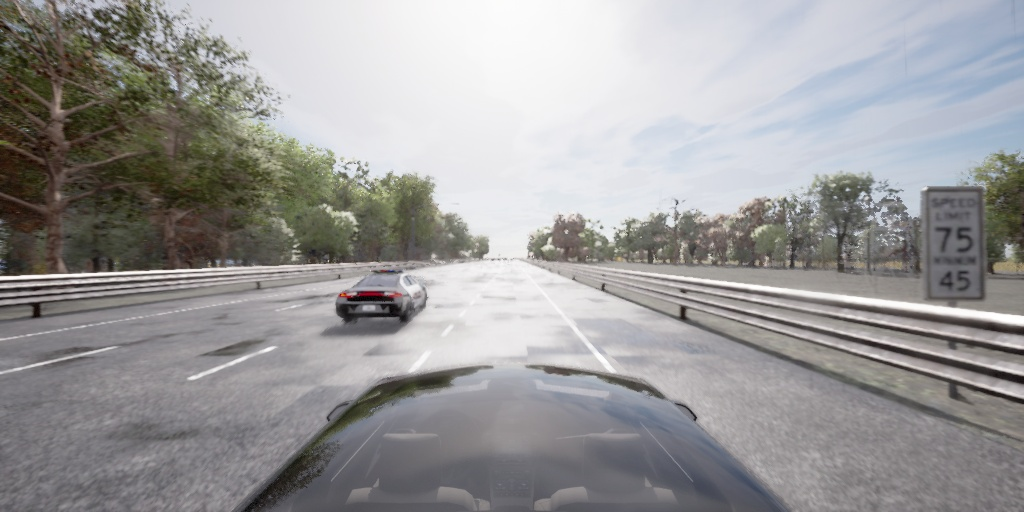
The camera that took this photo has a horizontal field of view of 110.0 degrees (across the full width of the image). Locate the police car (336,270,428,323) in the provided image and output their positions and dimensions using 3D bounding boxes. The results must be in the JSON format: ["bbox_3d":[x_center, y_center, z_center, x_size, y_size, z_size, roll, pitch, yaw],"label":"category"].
[{"bbox_3d":[-4.181,1.270,12.426,2.038,1.542,4.974,0,0,-5],"label":"police car"}]
